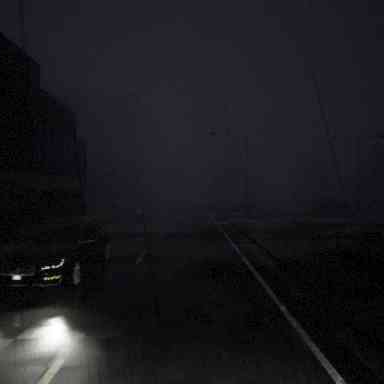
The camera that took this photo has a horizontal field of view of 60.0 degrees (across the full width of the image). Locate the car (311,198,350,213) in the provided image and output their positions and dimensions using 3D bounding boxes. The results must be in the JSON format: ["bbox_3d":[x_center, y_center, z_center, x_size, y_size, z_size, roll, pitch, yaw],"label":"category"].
[{"bbox_3d":[13.901,1.387,33.356,3.633,1.501,1.845,0,0,0],"label":"car"}]

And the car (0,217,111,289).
[{"bbox_3d":[-3.579,1.505,9.224,1.837,1.490,4.892,0,0,0],"label":"car"}]
